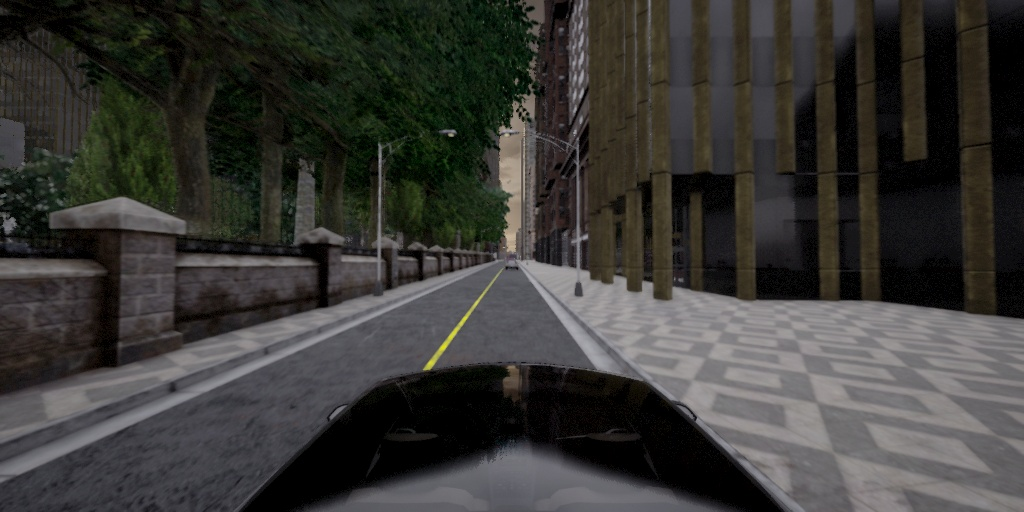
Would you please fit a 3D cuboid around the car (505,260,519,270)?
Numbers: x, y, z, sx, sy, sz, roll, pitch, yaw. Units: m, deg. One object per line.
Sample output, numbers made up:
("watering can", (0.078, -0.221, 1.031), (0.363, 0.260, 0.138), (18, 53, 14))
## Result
("car", (-0.010, 1.343, 52.890), (1.994, 1.385, 4.181), (0, 0, 0))
